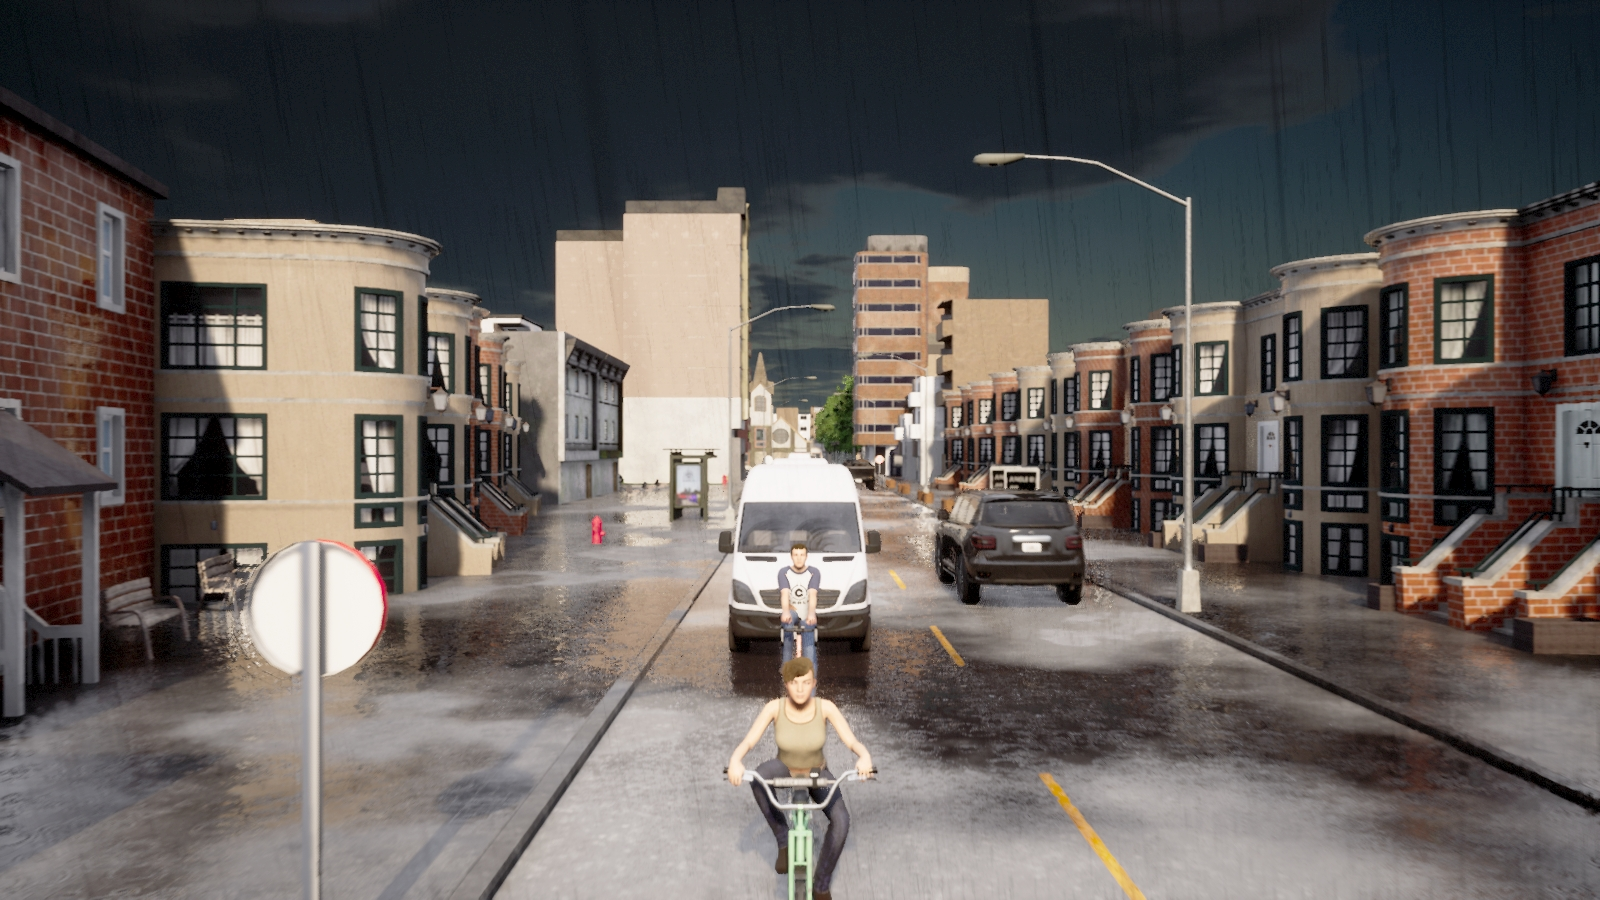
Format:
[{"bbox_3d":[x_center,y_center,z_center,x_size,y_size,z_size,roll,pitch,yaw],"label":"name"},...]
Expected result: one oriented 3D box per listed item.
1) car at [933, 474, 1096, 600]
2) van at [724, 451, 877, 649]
[{"bbox_3d":[3.996,1.551,22.380,2.150,2.045,5.566,0,0,0],"label":"car"},{"bbox_3d":[0.001,1.308,17.841,1.988,2.561,5.915,0,0,0],"label":"van"}]
